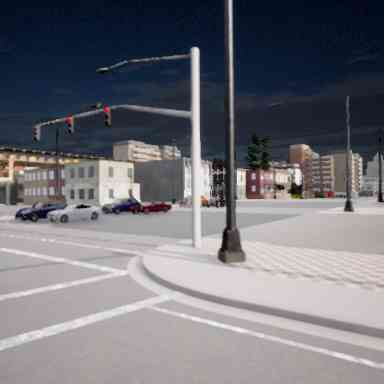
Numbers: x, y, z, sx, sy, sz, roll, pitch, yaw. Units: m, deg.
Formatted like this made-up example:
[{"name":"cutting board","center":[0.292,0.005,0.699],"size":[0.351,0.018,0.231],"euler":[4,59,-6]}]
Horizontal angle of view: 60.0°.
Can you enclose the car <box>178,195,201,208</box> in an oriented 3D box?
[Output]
[{"name":"car","center":[0.076,1.229,46.816],"size":[2.097,1.767,4.553],"euler":[-1,1,37]}]

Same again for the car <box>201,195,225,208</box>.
[{"name":"car","center":[3.701,1.306,45.820],"size":[1.837,1.490,4.892],"euler":[-1,2,37]}]

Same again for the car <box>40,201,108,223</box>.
[{"name":"car","center":[-9.743,1.703,27.781],"size":[1.812,1.442,4.674],"euler":[-1,0,37]}]

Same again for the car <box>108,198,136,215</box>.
[{"name":"car","center":[-7.699,1.460,36.369],"size":[2.097,1.767,4.553],"euler":[-1,0,37]}]

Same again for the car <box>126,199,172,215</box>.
[{"name":"car","center":[-4.303,1.647,35.076],"size":[1.895,1.301,4.718],"euler":[-1,0,37]}]

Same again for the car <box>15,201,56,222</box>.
[{"name":"car","center":[-12.990,1.587,29.252],"size":[2.097,1.767,4.553],"euler":[-1,0,37]}]
